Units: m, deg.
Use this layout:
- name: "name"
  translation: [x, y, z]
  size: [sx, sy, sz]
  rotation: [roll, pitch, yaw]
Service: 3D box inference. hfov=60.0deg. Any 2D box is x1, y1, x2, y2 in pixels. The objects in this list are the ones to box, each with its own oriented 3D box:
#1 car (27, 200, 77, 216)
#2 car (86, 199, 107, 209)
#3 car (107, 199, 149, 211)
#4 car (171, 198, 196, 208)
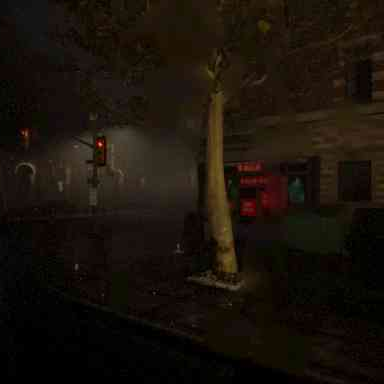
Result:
- name: "car"
  translation: [-13.334, 1.526, 31.926]
  size: [1.812, 1.442, 4.674]
  rotation: [0, 0, 36]
- name: "car"
  translation: [-11.918, 1.595, 45.144]
  size: [1.895, 1.301, 4.718]
  rotation: [0, 0, 36]
- name: "car"
  translation: [-7.440, 1.601, 40.004]
  size: [1.895, 1.301, 4.718]
  rotation: [0, 0, 36]
- name: "car"
  translation: [-1.368, 1.547, 48.282]
  size: [2.033, 1.411, 5.357]
  rotation: [0, 0, 36]
